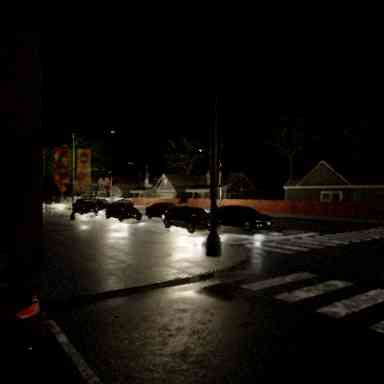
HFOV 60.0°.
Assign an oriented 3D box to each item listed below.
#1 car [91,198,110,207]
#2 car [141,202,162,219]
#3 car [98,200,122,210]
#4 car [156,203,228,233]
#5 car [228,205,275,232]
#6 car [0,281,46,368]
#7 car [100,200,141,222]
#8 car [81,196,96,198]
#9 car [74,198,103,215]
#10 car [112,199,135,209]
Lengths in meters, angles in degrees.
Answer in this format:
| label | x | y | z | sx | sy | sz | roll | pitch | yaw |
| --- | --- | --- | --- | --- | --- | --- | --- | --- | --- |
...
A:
| label | x | y | z | sx | sy | sz | roll | pitch | yaw |
| --- | --- | --- | --- | --- | --- | --- | --- | --- | --- |
| car | -16.979 | 1.911 | 61.519 | 1.882 | 1.535 | 5.008 | 0 | 0 | -35 |
| car | -2.297 | 1.685 | 29.397 | 1.882 | 1.535 | 5.008 | 0 | -1 | -35 |
| car | -12.209 | 1.951 | 49.117 | 1.895 | 1.301 | 4.718 | 0 | 0 | -35 |
| car | -0.152 | 1.650 | 20.828 | 1.837 | 1.490 | 4.892 | 0 | 0 | -33 |
| car | 3.158 | 1.654 | 21.763 | 1.837 | 1.490 | 4.892 | 0 | -1 | -36 |
| car | -3.813 | 1.577 | 3.468 | 4.206 | 1.307 | 1.802 | 0 | 0 | -36 |
| car | -6.033 | 1.713 | 29.041 | 1.837 | 1.490 | 4.892 | 0 | -1 | -35 |
| car | -18.185 | 1.629 | 57.460 | 2.150 | 2.045 | 5.566 | 0 | 0 | -35 |
| car | -12.062 | 1.776 | 37.515 | 1.837 | 1.490 | 4.892 | 0 | 0 | -35 |
| car | -10.949 | 1.881 | 53.074 | 1.837 | 1.490 | 4.892 | 0 | 0 | -35 |
